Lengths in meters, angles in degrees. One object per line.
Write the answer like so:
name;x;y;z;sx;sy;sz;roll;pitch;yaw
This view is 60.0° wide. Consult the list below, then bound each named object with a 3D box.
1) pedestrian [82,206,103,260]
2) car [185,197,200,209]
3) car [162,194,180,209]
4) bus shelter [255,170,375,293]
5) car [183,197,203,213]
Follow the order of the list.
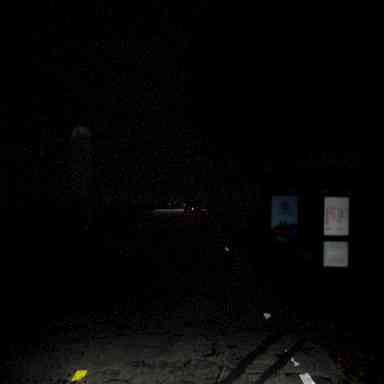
pedestrian;-3.219;1.292;10.765;0.375;1.860;0.375;-1;1;-5
car;0.088;1.517;47.866;2.128;1.511;4.902;0;0;0
car;-2.845;1.242;45.696;2.150;2.045;5.566;0;0;0
bus shelter;3.144;0.873;9.437;1.920;2.740;3.880;1;1;0
car;0.104;1.513;37.664;1.837;1.490;4.892;0;0;1
